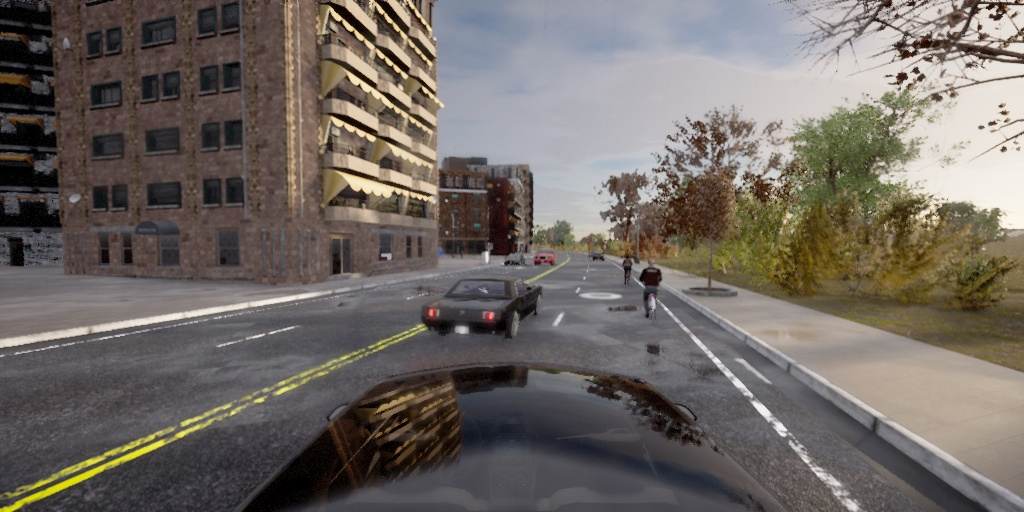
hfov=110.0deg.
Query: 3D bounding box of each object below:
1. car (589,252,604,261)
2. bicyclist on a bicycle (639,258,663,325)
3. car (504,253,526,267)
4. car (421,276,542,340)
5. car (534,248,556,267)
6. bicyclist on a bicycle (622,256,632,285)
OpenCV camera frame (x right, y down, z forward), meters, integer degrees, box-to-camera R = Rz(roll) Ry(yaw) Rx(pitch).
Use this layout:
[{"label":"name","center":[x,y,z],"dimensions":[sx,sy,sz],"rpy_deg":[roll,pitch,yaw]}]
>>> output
[{"label":"car","center":[14.351,0.003,59.971],"dimensions":[1.837,1.490,4.892],"rpy_deg":[0,1,11]},{"label":"bicyclist on a bicycle","center":[3.876,0.940,10.043],"dimensions":[0.659,1.776,1.843],"rpy_deg":[0,2,15]},{"label":"car","center":[0.385,0.434,41.203],"dimensions":[1.837,1.490,4.892],"rpy_deg":[0,1,13]},{"label":"car","center":[-0.447,1.188,9.539],"dimensions":[1.895,1.301,4.718],"rpy_deg":[0,1,15]},{"label":"car","center":[3.967,0.120,42.347],"dimensions":[2.150,2.045,5.566],"rpy_deg":[0,1,12]},{"label":"bicyclist on a bicycle","center":[6.410,0.813,19.895],"dimensions":[0.582,1.620,1.656],"rpy_deg":[0,1,14]}]
